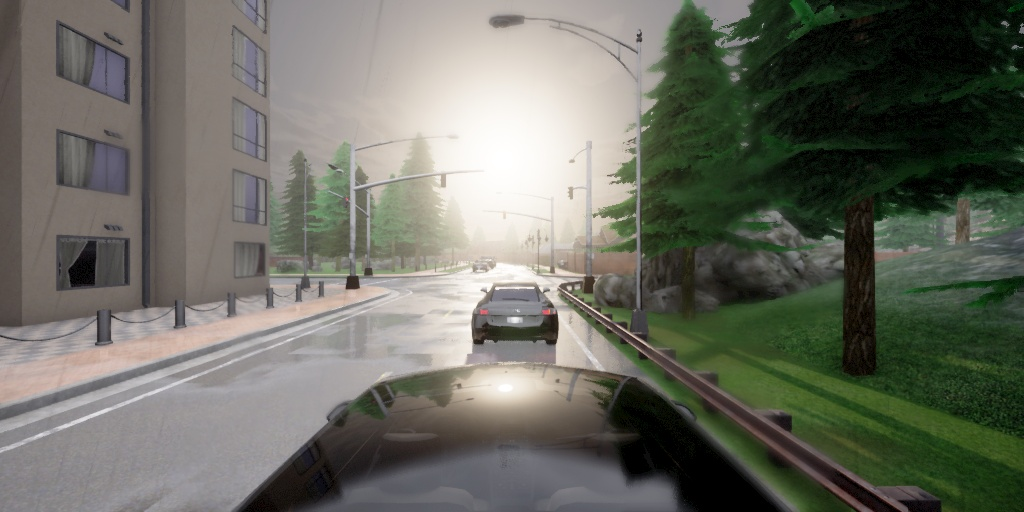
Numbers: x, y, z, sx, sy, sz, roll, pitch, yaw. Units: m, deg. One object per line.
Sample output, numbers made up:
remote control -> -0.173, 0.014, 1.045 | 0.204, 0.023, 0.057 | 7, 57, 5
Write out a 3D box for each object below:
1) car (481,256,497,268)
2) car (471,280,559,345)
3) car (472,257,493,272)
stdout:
car -> -3.977, 0.942, 56.232 | 2.150, 2.045, 5.566 | 0, 0, 0
car -> 0.083, 1.314, 9.536 | 1.994, 1.385, 4.181 | 0, 0, 1
car -> -3.934, 1.212, 45.624 | 2.128, 1.511, 4.902 | 0, 0, 0
